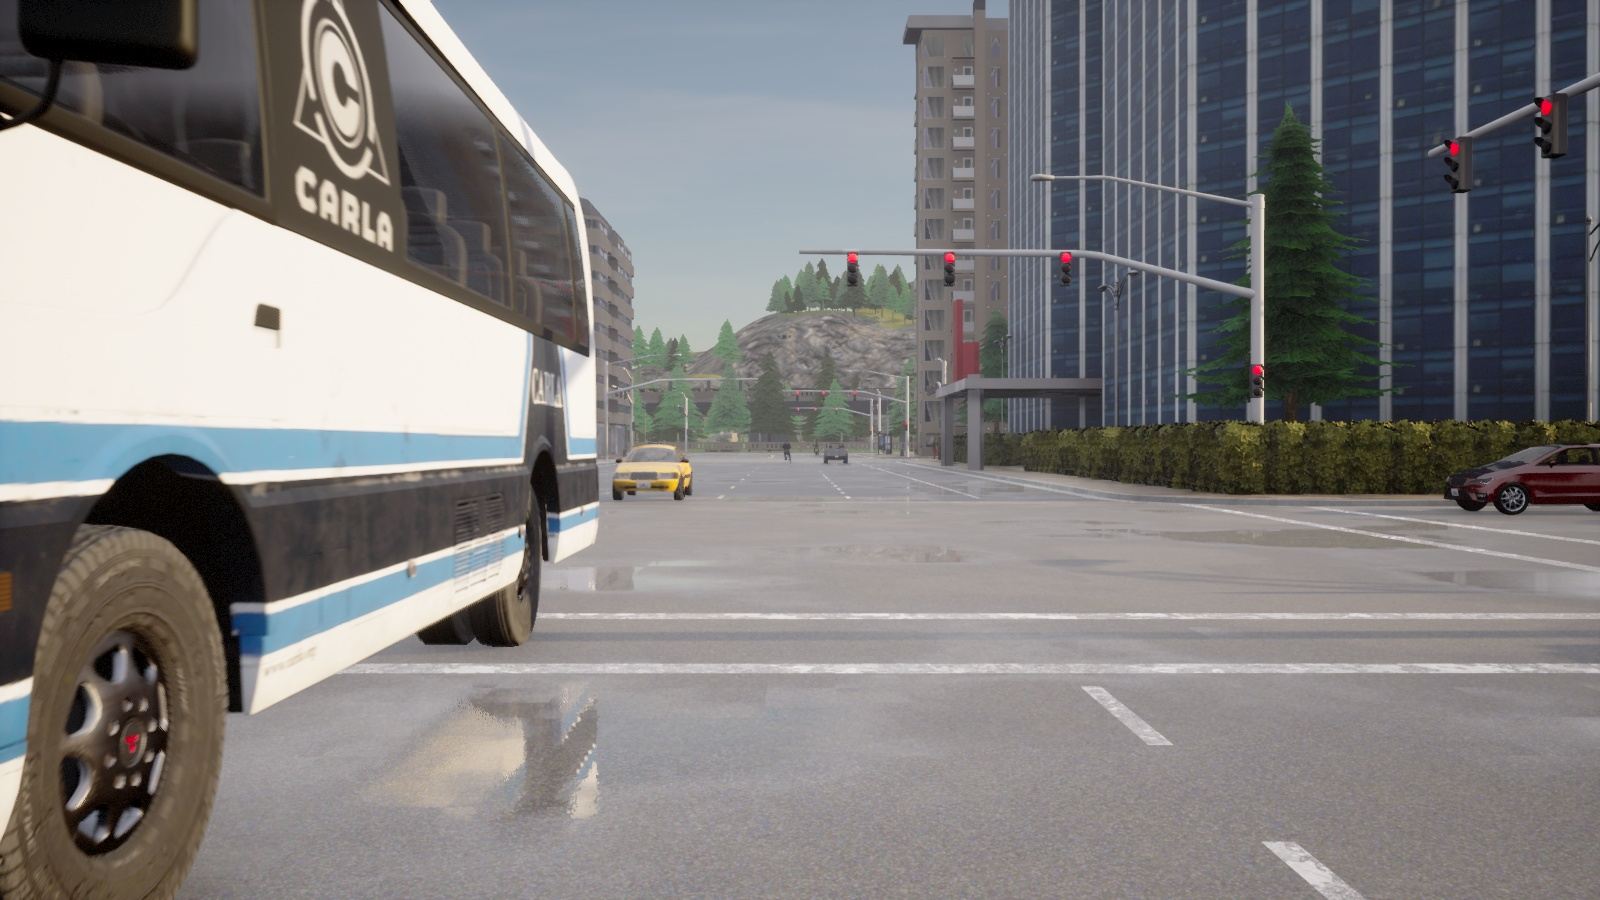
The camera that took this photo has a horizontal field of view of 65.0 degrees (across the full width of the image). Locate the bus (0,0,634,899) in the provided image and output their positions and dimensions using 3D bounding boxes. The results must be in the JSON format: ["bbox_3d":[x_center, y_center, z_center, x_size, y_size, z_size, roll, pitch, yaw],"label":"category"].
[{"bbox_3d":[-3.472,-0.670,6.554,3.944,4.253,10.273,0,0,-1],"label":"bus"}]

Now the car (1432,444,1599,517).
[{"bbox_3d":[15.923,0.623,26.546,4.193,1.474,1.816,0,0,0],"label":"car"}]

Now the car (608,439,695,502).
[{"bbox_3d":[-3.925,0.490,33.980,1.801,1.575,5.366,0,0,-1],"label":"car"}]

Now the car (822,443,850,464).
[{"bbox_3d":[2.553,0.252,90.334,1.845,1.501,3.633,0,0,-1],"label":"car"}]
